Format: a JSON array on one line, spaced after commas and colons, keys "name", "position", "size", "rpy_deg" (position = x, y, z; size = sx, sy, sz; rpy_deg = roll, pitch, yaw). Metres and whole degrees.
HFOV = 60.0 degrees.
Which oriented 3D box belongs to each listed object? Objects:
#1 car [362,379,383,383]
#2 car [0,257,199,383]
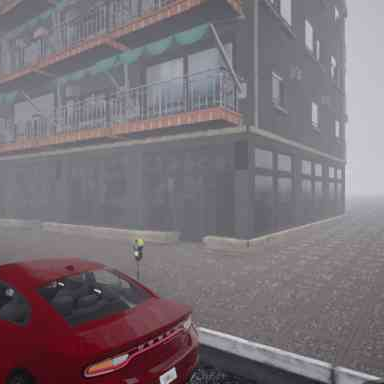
[{"name": "car", "position": [2.561, 1.566, 1.052], "size": [4.313, 1.339, 1.947], "rpy_deg": [0, 0, 35]}, {"name": "car", "position": [-2.031, 1.545, 4.320], "size": [4.507, 1.381, 1.887], "rpy_deg": [0, 0, 35]}]
